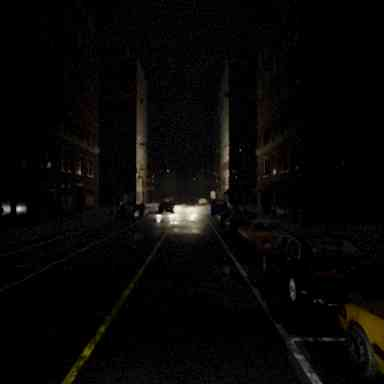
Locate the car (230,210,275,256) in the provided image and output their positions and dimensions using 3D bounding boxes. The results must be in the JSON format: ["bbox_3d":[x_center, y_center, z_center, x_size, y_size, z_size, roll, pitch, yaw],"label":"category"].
[{"bbox_3d":[2.841,1.663,13.631,1.752,1.417,4.829,0,-1,0],"label":"car"}]

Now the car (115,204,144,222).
[{"bbox_3d":[-5.701,1.884,29.784,1.802,1.307,4.206,0,-1,0],"label":"car"}]

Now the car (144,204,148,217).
[{"bbox_3d":[-5.707,1.923,35.235,1.947,1.339,4.313,0,-1,0],"label":"car"}]

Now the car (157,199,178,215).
[{"bbox_3d":[-3.070,1.914,40.195,1.837,1.490,4.892,0,-1,0],"label":"car"}]

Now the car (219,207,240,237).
[{"bbox_3d":[2.835,1.757,18.908,1.947,1.339,4.313,0,-1,0],"label":"car"}]

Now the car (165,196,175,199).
[{"bbox_3d":[-6.117,2.170,85.368,2.192,1.841,5.009,0,-1,-1],"label":"car"}]

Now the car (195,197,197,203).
[{"bbox_3d":[2.489,2.242,79.966,1.967,1.590,4.097,0,-1,-1],"label":"car"}]

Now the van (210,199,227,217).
[{"bbox_3d":[2.817,1.698,35.256,1.690,1.788,3.998,0,-1,0],"label":"van"}]

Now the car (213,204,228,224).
[{"bbox_3d":[2.829,1.812,24.356,1.947,1.339,4.313,0,-1,0],"label":"car"}]

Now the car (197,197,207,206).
[{"bbox_3d":[2.569,2.275,74.611,1.752,1.417,4.829,0,-1,-1],"label":"car"}]

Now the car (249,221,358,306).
[{"bbox_3d":[2.847,1.632,8.012,2.008,1.369,4.403,0,-1,0],"label":"car"}]

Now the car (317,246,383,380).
[{"bbox_3d":[2.852,1.554,2.734,1.752,1.417,4.829,0,-1,0],"label":"car"}]
